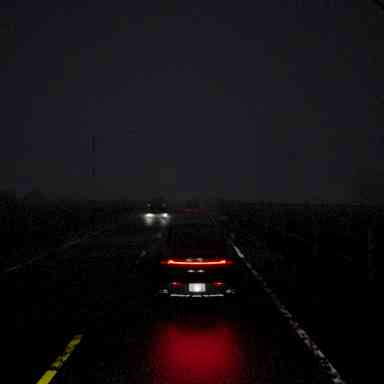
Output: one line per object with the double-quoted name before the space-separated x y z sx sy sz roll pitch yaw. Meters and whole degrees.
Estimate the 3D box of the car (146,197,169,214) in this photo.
"car" -3.622 1.346 35.844 2.097 1.767 4.553 0 0 0

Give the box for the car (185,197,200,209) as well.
"car" 0.061 1.484 45.376 2.128 1.511 4.902 0 0 0

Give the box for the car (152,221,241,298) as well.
"car" 0.093 1.503 8.510 1.837 1.490 4.892 0 0 0
